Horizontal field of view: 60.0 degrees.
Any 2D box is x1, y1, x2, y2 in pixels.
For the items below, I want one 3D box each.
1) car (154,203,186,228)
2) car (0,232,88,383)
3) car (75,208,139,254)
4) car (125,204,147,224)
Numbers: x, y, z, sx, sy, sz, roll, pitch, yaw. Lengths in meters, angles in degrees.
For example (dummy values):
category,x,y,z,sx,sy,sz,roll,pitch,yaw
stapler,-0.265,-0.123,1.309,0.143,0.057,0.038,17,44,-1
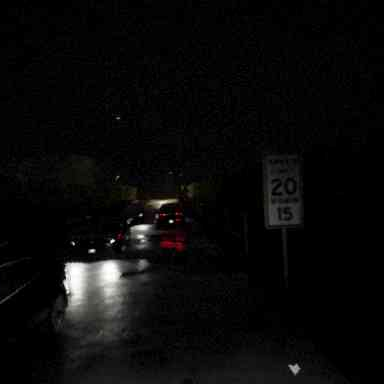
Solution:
category,x,y,z,sx,sy,sz,roll,pitch,yaw
car,-1.467,1.541,22.773,1.837,1.490,4.892,-3,0,-4
car,-2.974,1.622,3.983,2.128,1.511,4.902,-3,0,-4
car,-3.722,1.700,14.398,2.033,1.411,5.357,-3,0,-4
car,-4.560,1.689,26.332,1.812,1.442,4.674,-3,0,-4
